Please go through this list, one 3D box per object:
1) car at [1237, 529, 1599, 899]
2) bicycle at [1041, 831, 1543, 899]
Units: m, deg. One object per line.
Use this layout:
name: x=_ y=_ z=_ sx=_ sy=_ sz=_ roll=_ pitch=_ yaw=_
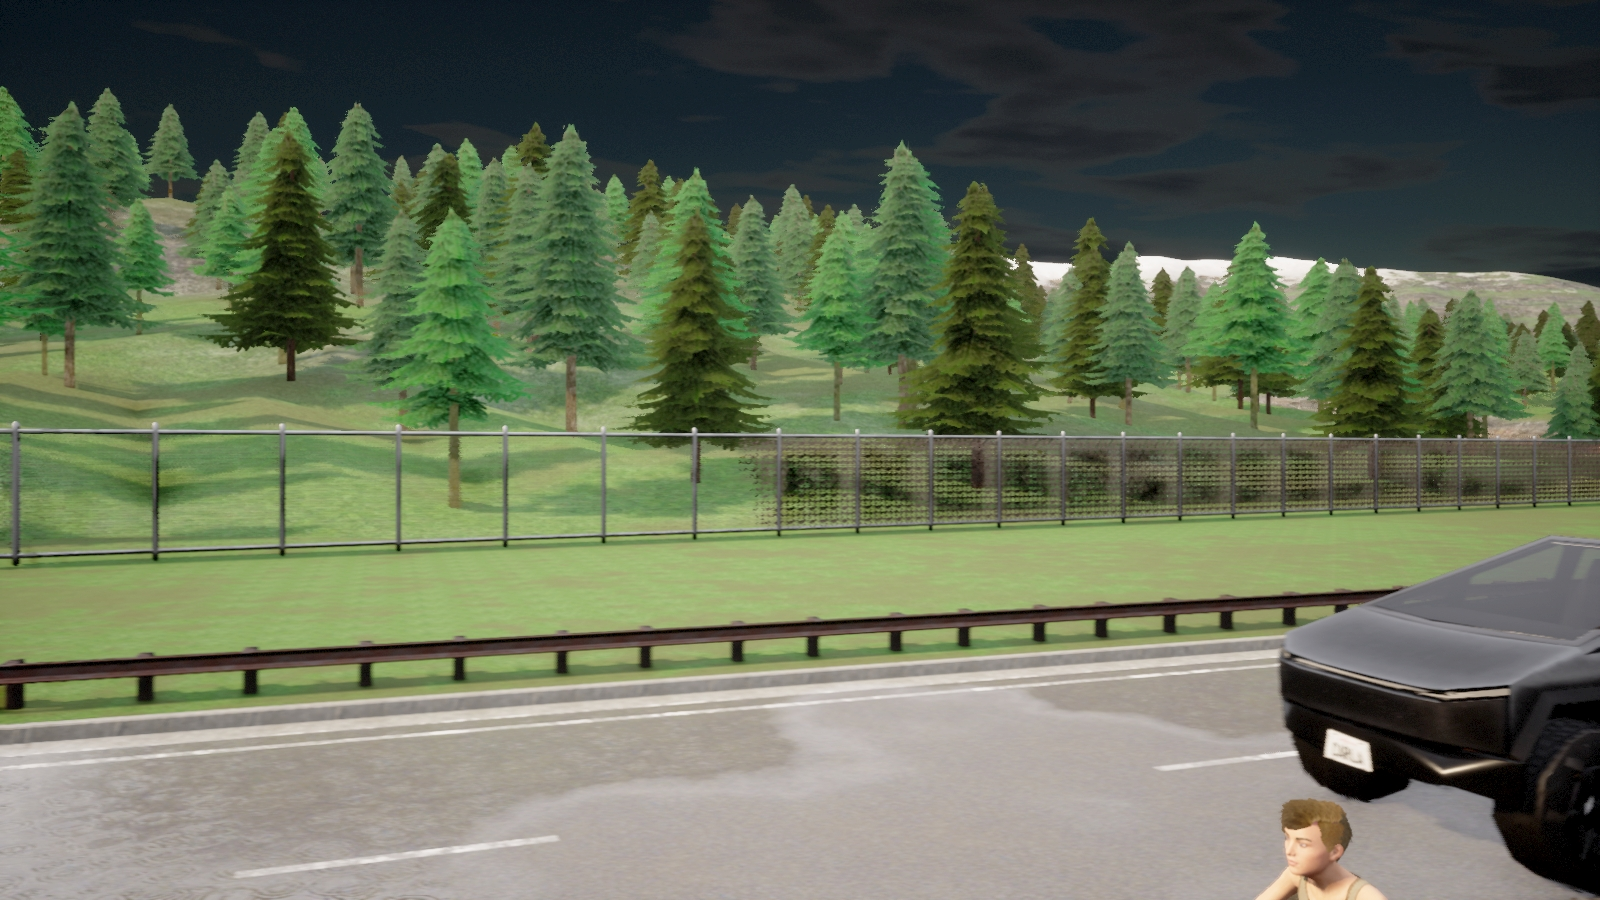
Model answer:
car: x=6.848 y=1.751 z=8.814 sx=6.274 sy=2.098 sz=2.390 roll=0 pitch=0 yaw=-15
bicycle: x=1.700 y=2.157 z=3.903 sx=1.487 sy=1.277 sz=0.859 roll=0 pitch=0 yaw=-20
